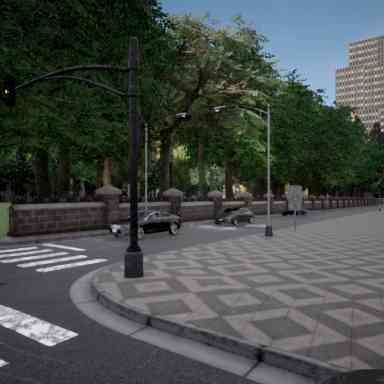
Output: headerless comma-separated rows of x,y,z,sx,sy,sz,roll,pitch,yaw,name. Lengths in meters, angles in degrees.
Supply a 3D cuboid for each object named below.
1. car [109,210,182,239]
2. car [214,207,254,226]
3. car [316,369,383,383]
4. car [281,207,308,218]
-2.606,1.817,19.471,2.128,1.511,4.902,0,-1,37,car
3.691,2.055,28.410,1.837,1.490,4.892,0,-1,35,car
2.508,1.551,1.174,4.403,1.369,2.008,0,0,36,car
12.706,2.479,41.137,1.895,1.301,4.718,0,-1,36,car
